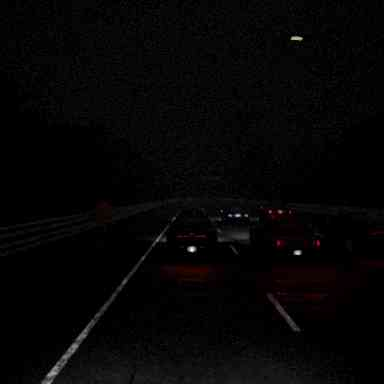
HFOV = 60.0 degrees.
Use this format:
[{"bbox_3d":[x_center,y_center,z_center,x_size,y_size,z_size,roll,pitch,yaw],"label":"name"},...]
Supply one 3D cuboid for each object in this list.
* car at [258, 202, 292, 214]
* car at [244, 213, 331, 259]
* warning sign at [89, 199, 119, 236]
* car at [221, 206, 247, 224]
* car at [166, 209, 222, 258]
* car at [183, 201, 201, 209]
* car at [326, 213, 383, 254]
[{"bbox_3d":[7.009,1.665,28.401,2.097,1.767,4.553,0,-1,0],"label":"car"},{"bbox_3d":[3.511,1.748,13.230,1.895,1.301,4.718,0,-1,0],"label":"car"},{"bbox_3d":[-4.554,1.307,17.290,1.300,1.860,1.060,0,-1,0],"label":"warning sign"},{"bbox_3d":[3.500,1.852,27.519,2.033,1.411,5.357,0,-1,0],"label":"car"},{"bbox_3d":[0.014,1.657,13.485,1.837,1.490,4.892,0,0,0],"label":"car"},{"bbox_3d":[0.010,1.822,28.497,1.837,1.490,4.892,0,0,0],"label":"car"},{"bbox_3d":[7.021,1.635,14.228,1.882,1.535,5.008,0,0,0],"label":"car"}]
